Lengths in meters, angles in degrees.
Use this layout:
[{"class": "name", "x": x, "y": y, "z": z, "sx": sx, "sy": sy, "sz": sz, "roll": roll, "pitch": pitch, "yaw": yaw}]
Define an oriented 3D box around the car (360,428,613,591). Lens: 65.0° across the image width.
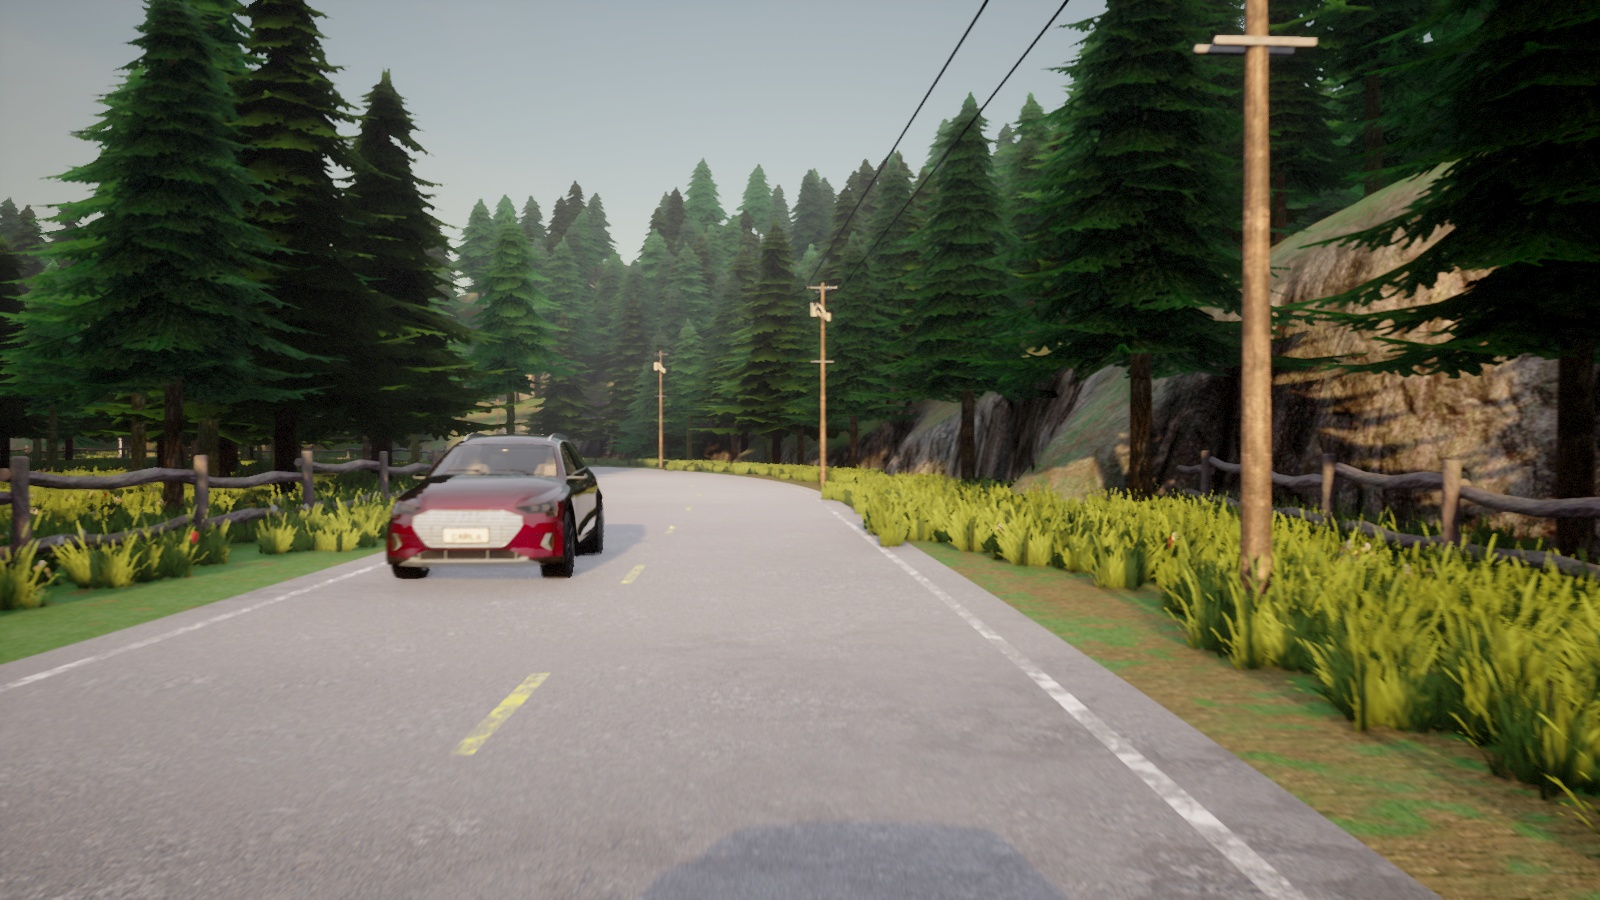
[{"class": "car", "x": -3.541, "y": 0.589, "z": 15.188, "sx": 2.033, "sy": 1.649, "sz": 4.856, "roll": 0, "pitch": 0, "yaw": -2}]
